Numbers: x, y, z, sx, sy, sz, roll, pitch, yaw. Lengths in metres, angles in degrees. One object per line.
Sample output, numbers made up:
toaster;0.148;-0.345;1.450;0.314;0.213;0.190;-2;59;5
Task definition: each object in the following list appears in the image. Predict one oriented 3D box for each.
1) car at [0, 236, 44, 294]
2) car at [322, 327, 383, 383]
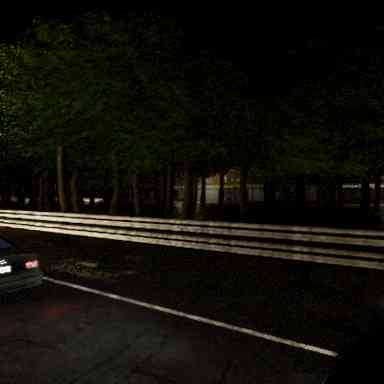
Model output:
car;-5.742;1.586;7.973;5.357;1.411;2.033;0;0;36
car;3.209;1.485;1.581;4.902;1.511;2.128;0;0;36
